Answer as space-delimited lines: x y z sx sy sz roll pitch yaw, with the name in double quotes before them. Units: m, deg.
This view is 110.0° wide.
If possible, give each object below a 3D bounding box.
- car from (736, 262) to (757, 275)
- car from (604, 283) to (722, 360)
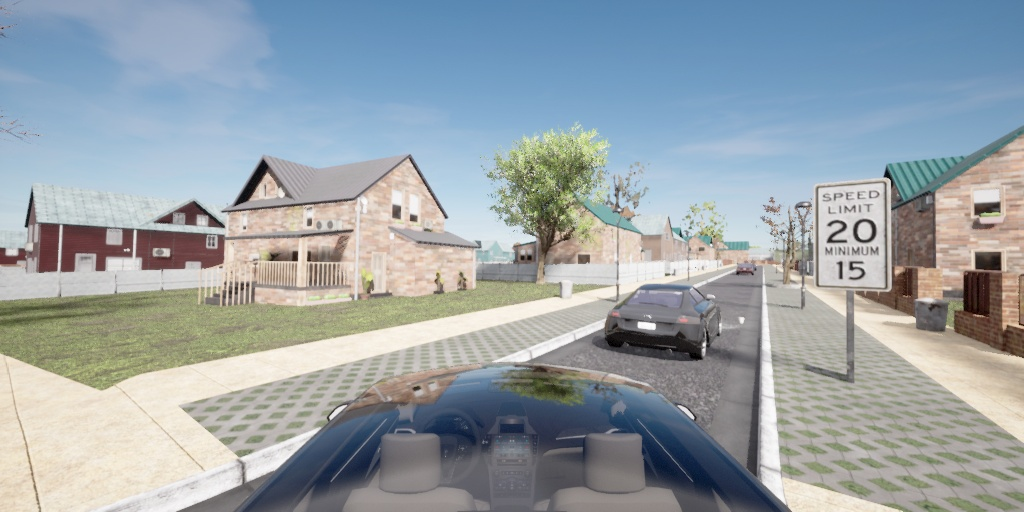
"car" 28.797 1.623 44.231 2.033 1.411 5.357 0 0 35
"car" 3.801 1.358 8.704 1.994 1.385 4.181 0 0 35
